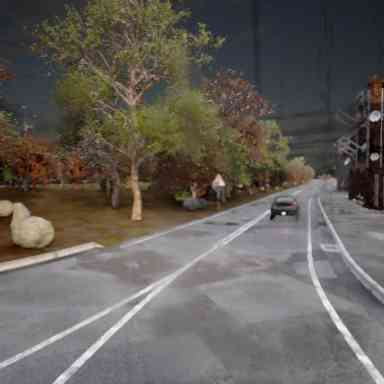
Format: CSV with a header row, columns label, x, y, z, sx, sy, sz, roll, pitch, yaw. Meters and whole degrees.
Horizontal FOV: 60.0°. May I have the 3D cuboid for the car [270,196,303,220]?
label,x,y,z,sx,sy,sz,roll,pitch,yaw
car,6.612,1.039,23.331,1.837,1.490,4.892,1,2,19
